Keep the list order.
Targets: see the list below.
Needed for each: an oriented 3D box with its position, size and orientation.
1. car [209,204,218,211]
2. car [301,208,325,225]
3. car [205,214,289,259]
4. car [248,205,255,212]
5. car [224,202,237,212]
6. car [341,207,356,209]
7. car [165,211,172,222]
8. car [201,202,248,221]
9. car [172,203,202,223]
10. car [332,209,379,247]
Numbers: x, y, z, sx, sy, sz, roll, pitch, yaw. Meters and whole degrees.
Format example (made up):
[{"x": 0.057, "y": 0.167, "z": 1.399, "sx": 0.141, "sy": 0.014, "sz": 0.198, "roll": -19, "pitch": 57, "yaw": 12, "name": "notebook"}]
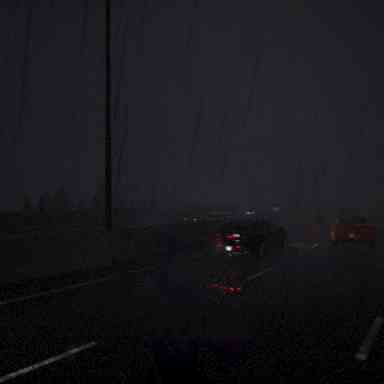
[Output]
[{"x": 4.993, "y": 3.619, "z": 78.118, "sx": 1.882, "sy": 1.535, "sz": 5.008, "roll": -1, "pitch": -2, "yaw": 1, "name": "car"}, {"x": 11.480, "y": 2.304, "z": 31.553, "sx": 1.837, "sy": 1.490, "sz": 4.892, "roll": -1, "pitch": -2, "yaw": 22, "name": "car"}, {"x": 2.720, "y": 1.902, "z": 14.508, "sx": 1.837, "sy": 1.490, "sz": 4.892, "roll": -1, "pitch": -2, "yaw": 33, "name": "car"}, {"x": 11.777, "y": 3.392, "z": 69.133, "sx": 2.128, "sy": 1.511, "sz": 4.902, "roll": -1, "pitch": -2, "yaw": 1, "name": "car"}, {"x": 8.351, "y": 3.213, "z": 72.311, "sx": 2.150, "sy": 2.045, "sz": 5.566, "roll": -1, "pitch": -2, "yaw": 1, "name": "car"}, {"x": 16.699, "y": 2.356, "z": 35.617, "sx": 2.128, "sy": 1.511, "sz": 4.902, "roll": -1, "pitch": -2, "yaw": 19, "name": "car"}, {"x": -1.427, "y": 2.657, "z": 37.422, "sx": 1.994, "sy": 1.385, "sz": 4.181, "roll": -1, "pitch": -2, "yaw": 21, "name": "car"}, {"x": 3.097, "y": 2.059, "z": 30.069, "sx": 2.150, "sy": 2.045, "sz": 5.566, "roll": -1, "pitch": -2, "yaw": 24, "name": "car"}, {"x": 0.451, "y": 2.161, "z": 32.718, "sx": 2.150, "sy": 2.045, "sz": 5.566, "roll": -1, "pitch": -2, "yaw": 23, "name": "car"}, {"x": 8.649, "y": 1.904, "z": 17.552, "sx": 1.882, "sy": 1.535, "sz": 5.008, "roll": -1, "pitch": -2, "yaw": 30, "name": "car"}]
